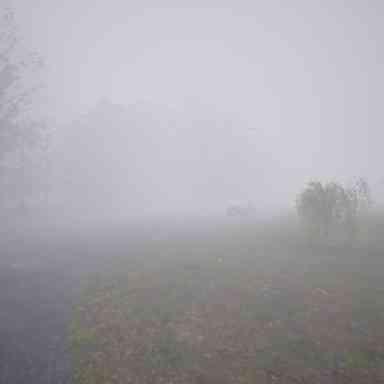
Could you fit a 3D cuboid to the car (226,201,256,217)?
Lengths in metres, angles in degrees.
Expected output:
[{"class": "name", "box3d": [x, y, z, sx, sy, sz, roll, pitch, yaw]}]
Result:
[{"class": "car", "box3d": [4.773, 1.640, 32.067, 1.812, 1.442, 4.674, -1, -1, 28]}]
